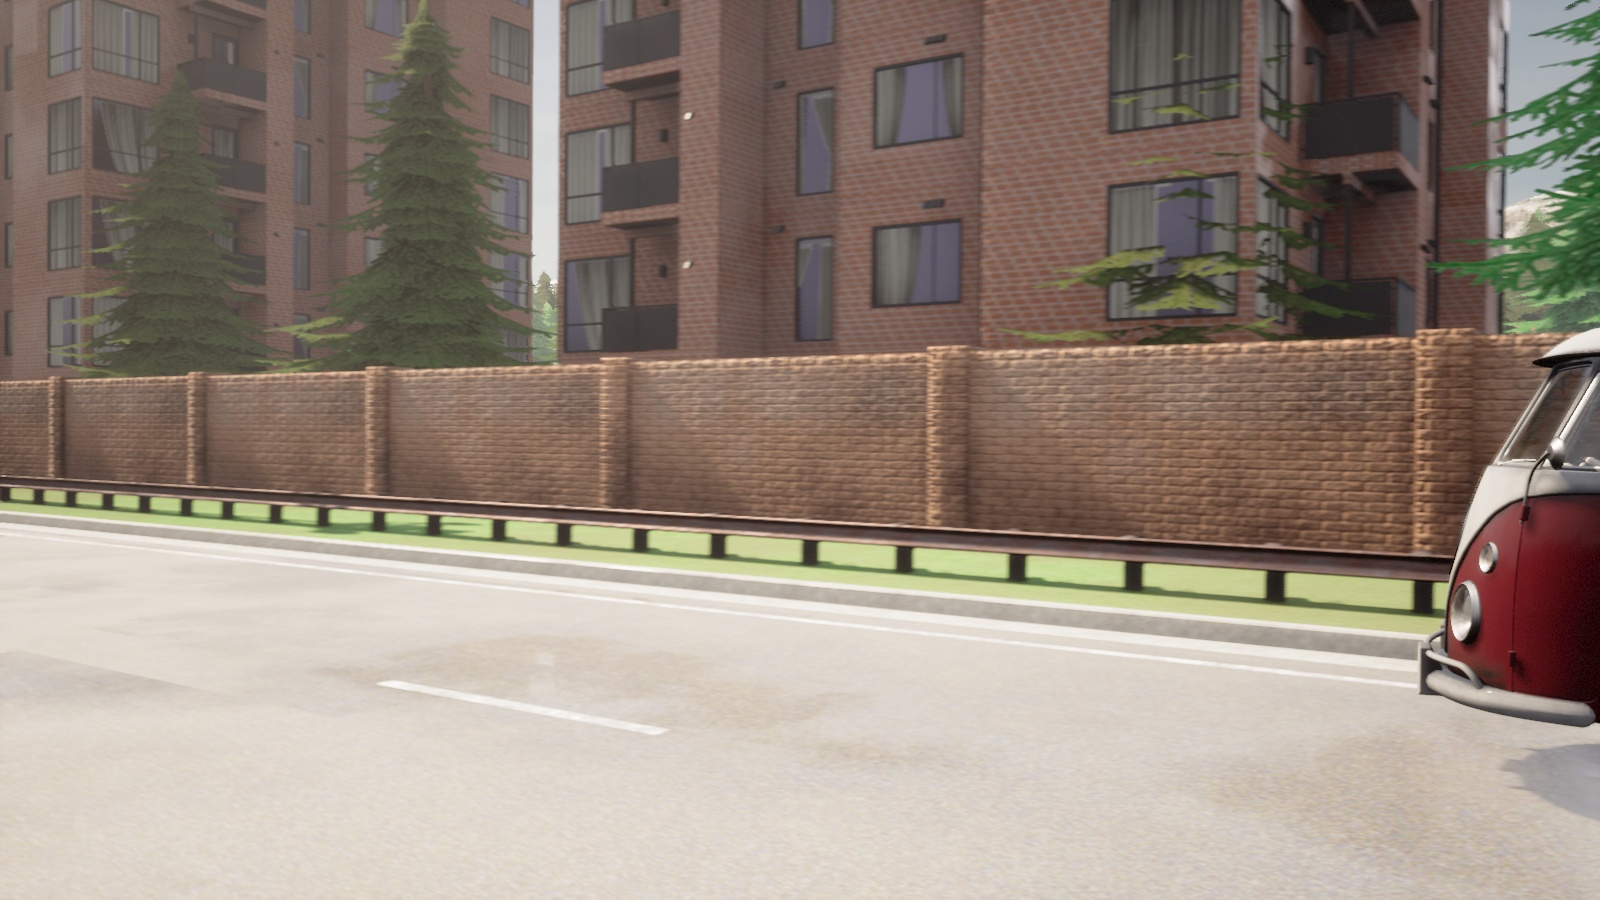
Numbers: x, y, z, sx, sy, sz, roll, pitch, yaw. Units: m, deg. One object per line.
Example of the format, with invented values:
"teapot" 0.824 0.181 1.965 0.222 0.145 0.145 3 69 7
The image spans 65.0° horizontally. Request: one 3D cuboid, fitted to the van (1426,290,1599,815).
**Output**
"van" 4.872 0.377 4.583 4.442 1.987 1.775 0 1 34
